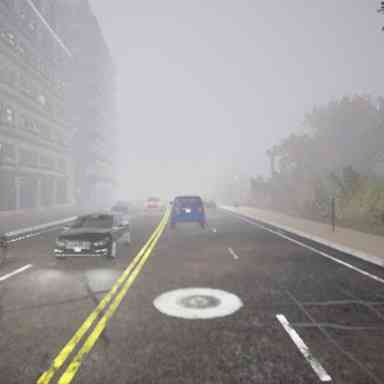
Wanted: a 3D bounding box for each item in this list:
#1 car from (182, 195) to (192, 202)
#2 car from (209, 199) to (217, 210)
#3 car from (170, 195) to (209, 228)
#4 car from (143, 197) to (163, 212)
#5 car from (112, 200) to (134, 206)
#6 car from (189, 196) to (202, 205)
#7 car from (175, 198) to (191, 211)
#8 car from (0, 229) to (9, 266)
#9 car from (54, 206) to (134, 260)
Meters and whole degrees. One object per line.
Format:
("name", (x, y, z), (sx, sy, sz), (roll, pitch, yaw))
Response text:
("car", (-1.238, 1.491, 77.480), (1.812, 1.442, 4.674), (0, 0, -7))
("car", (1.973, 1.539, 42.444), (2.033, 1.411, 5.357), (0, 0, -4))
("car", (-0.316, 1.222, 22.428), (2.150, 2.045, 5.566), (0, 0, -2))
("car", (-4.465, 1.351, 38.878), (2.097, 1.767, 4.553), (0, 0, -3))
("car", (-7.628, 1.604, 37.002), (1.895, 1.301, 4.718), (0, 0, -3))
("car", (0.575, 1.459, 60.727), (1.882, 1.535, 5.008), (0, 0, -5))
("car", (-1.187, 1.521, 40.777), (1.812, 1.442, 4.674), (0, 0, -3))
("car", (-6.691, 1.531, 8.769), (1.812, 1.442, 4.674), (0, 0, -1))
("car", (-3.506, 1.508, 12.500), (1.837, 1.490, 4.892), (0, 0, -1))
